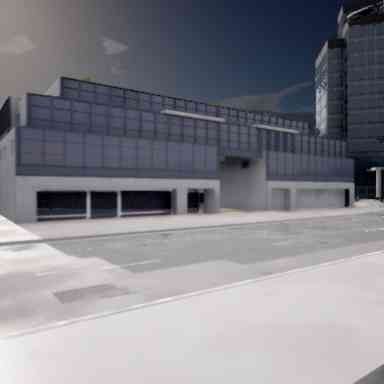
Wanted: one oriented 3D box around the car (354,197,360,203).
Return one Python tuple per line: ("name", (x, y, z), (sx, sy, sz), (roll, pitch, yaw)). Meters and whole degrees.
("car", (29.336, 1.119, 62.672), (2.097, 1.767, 4.553), (0, 0, -19))
